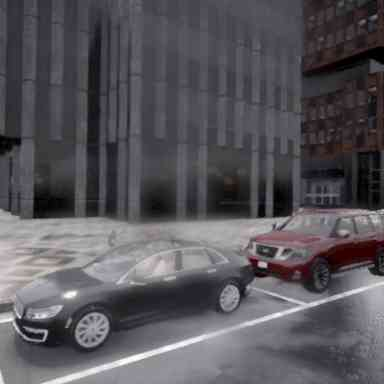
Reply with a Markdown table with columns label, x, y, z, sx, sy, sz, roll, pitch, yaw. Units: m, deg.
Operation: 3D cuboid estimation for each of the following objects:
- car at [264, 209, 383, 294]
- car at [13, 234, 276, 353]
| label | x | y | z | sx | sy | sz | roll | pitch | yaw |
| --- | --- | --- | --- | --- | --- | --- | --- | --- | --- |
| car | 3.726 | 1.425 | 9.306 | 5.009 | 1.841 | 2.192 | 1 | 0 | -36 |
| car | -0.774 | 1.587 | 6.094 | 4.403 | 1.369 | 2.008 | 1 | 0 | -36 |
